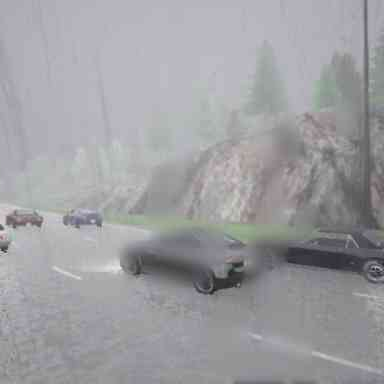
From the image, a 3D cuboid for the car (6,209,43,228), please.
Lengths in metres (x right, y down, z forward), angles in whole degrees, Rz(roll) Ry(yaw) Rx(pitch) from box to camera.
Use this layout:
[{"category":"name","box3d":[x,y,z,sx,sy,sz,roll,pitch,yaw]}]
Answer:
[{"category":"car","box3d":[-12.535,1.948,24.681,1.895,1.301,4.718,0,-1,-36]}]

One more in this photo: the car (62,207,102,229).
[{"category":"car","box3d":[-8.127,1.860,24.579,1.812,1.442,4.674,0,-1,-36]}]

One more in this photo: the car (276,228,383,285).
[{"category":"car","box3d":[4.123,1.716,9.891,4.718,1.301,1.895,-1,-1,39]}]

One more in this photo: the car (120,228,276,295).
[{"category":"car","box3d":[-0.140,1.682,9.179,4.181,1.385,1.994,-1,-1,43]}]

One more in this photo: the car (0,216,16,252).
[{"category":"car","box3d":[-9.104,1.806,14.132,1.895,1.301,4.718,0,-1,-38]}]
